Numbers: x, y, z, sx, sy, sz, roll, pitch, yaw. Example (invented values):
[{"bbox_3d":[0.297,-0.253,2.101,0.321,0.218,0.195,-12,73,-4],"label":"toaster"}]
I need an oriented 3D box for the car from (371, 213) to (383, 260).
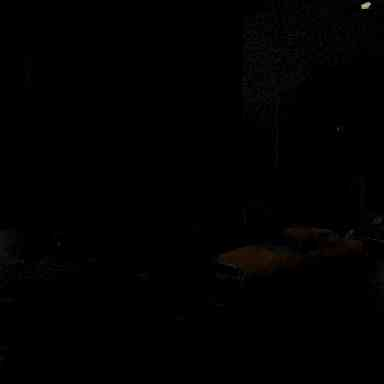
[{"bbox_3d":[7.128,1.441,11.749,4.097,1.590,1.967,0,0,-36],"label":"car"}]

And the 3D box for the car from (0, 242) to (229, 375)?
[{"bbox_3d":[-1.719,1.566,5.424,4.313,1.339,1.947,0,0,-36],"label":"car"}]

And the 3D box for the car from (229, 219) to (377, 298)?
[{"bbox_3d":[2.567,1.525,8.488,4.829,1.417,1.752,0,0,-36],"label":"car"}]
